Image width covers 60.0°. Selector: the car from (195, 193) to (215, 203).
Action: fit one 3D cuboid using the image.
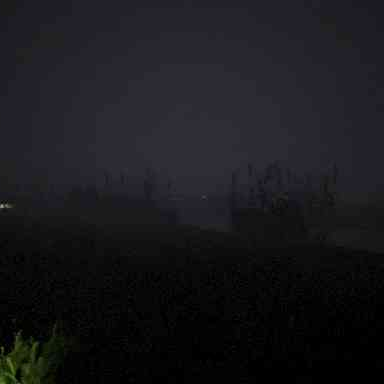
[{"bbox_3d":[2.599,0.908,54.457,2.097,1.767,4.553,0,-2,44],"label":"car"}]
